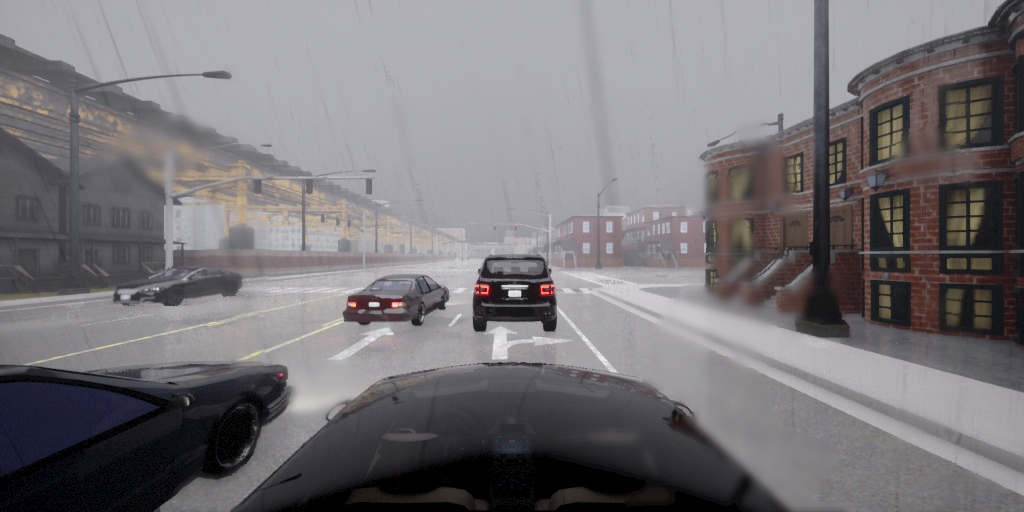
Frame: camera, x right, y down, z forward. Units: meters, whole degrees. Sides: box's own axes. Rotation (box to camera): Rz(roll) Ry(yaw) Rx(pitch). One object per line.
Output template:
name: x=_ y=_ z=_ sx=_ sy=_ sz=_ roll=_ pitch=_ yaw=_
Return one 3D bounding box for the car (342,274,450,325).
car: x=-3.441 y=1.297 z=11.728 sx=2.033 sy=1.411 sz=5.357 roll=0 pitch=0 yaw=2

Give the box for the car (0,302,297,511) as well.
car: x=-3.388 y=1.297 z=1.656 sx=2.033 sy=1.411 sz=5.357 roll=0 pitch=0 yaw=-1

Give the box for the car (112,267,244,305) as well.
car: x=-14.030 y=1.243 z=15.484 sx=2.128 sy=1.511 sz=4.902 roll=0 pitch=0 yaw=0

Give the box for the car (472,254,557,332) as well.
car: x=0.084 y=0.971 z=11.046 sx=2.150 sy=2.045 sz=5.566 roll=0 pitch=0 yaw=0
